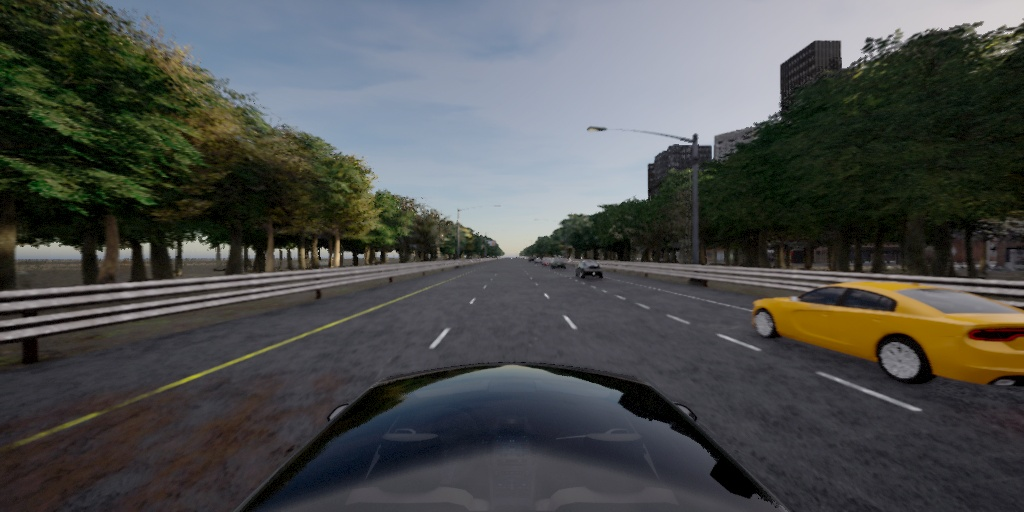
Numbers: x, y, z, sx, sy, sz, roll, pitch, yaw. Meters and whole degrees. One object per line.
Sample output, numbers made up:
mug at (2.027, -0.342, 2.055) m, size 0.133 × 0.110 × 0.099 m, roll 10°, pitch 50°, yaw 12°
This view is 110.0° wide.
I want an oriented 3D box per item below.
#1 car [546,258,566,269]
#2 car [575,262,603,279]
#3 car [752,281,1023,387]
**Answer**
car at (7.031, 1.140, 55.934) m, size 2.097 × 1.767 × 4.553 m, roll 0°, pitch 0°, yaw 0°
car at (7.001, 1.271, 33.052) m, size 1.837 × 1.490 × 4.892 m, roll 0°, pitch 0°, yaw 0°
car at (7.000, 1.233, 7.051) m, size 1.882 × 1.535 × 5.008 m, roll 0°, pitch 0°, yaw 0°
